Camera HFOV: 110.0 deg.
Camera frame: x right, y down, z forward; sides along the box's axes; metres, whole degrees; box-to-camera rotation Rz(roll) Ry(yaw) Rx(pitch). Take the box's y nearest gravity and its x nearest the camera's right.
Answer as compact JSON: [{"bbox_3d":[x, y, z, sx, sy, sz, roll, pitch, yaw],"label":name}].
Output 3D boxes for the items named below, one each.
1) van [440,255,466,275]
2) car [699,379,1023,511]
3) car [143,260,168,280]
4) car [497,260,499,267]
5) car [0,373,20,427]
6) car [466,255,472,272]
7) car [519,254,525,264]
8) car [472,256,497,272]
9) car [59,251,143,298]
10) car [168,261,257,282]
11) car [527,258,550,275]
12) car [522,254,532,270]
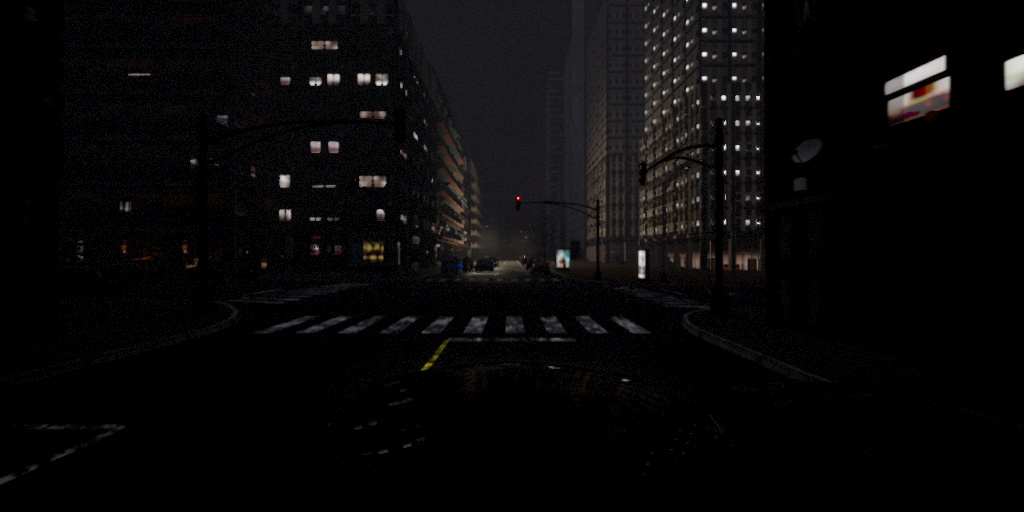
[{"bbox_3d":[-5.686,0.871,34.144,1.690,1.789,3.998,0,0,0],"label":"van"},{"bbox_3d":[2.692,1.315,1.737,1.948,1.339,4.313,0,0,0],"label":"car"},{"bbox_3d":[-24.362,0.889,22.930,4.207,1.307,1.802,0,0,0],"label":"car"},{"bbox_3d":[-2.995,0.919,53.109,1.837,1.490,4.892,0,1,0],"label":"car"},{"bbox_3d":[-5.689,1.332,1.750,1.802,1.307,4.207,0,0,0],"label":"car"},{"bbox_3d":[-5.685,0.808,39.671,2.192,1.841,5.009,0,0,0],"label":"car"},{"bbox_3d":[2.698,0.792,61.779,1.967,1.591,4.097,0,0,0],"label":"car"},{"bbox_3d":[-2.996,0.982,39.951,1.882,1.535,5.008,0,1,0],"label":"car"},{"bbox_3d":[-18.771,0.692,14.590,5.009,1.841,2.192,0,0,0],"label":"car"},{"bbox_3d":[-18.791,0.953,22.970,4.313,1.339,1.948,0,0,0],"label":"car"},{"bbox_3d":[2.695,1.112,34.142,1.802,1.307,4.207,0,0,0],"label":"car"},{"bbox_3d":[2.696,0.897,45.197,1.967,1.591,4.097,0,0,0],"label":"car"}]
